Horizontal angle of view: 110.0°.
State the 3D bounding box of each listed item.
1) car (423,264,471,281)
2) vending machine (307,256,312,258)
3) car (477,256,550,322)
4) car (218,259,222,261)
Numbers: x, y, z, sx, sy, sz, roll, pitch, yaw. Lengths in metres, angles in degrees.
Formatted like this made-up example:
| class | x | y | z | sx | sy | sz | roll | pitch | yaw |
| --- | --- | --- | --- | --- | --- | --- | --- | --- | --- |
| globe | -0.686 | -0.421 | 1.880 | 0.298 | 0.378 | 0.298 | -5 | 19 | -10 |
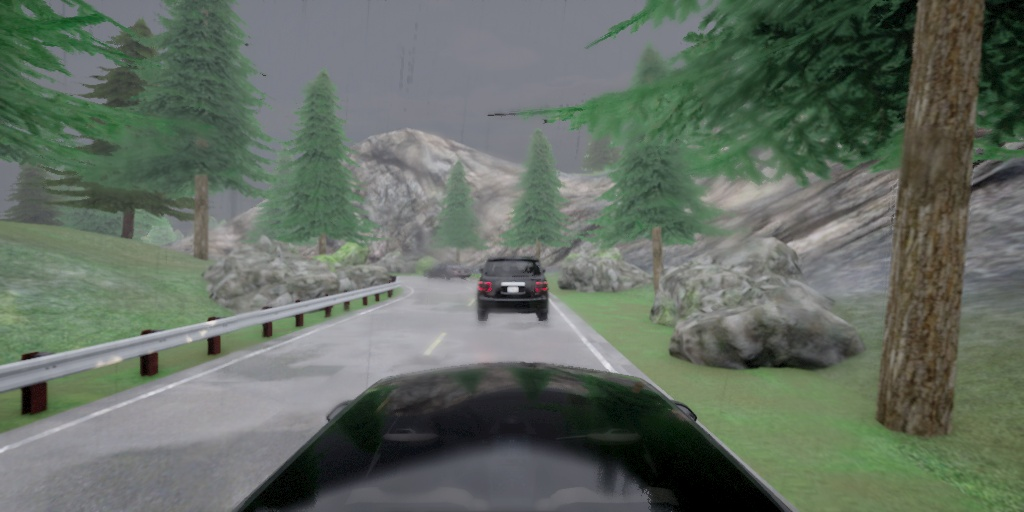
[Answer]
| class | x | y | z | sx | sy | sz | roll | pitch | yaw |
| --- | --- | --- | --- | --- | --- | --- | --- | --- | --- |
| car | -5.688 | 1.365 | 31.093 | 2.033 | 1.411 | 5.357 | 0 | 0 | -42 |
| vending machine | -23.374 | 1.035 | 40.703 | 0.880 | 2.100 | 1.100 | 0 | 0 | -3 |
| car | 0.027 | 1.000 | 12.488 | 2.150 | 2.045 | 5.566 | 0 | 0 | 0 |
| car | -25.928 | 1.175 | 33.471 | 4.553 | 1.767 | 2.097 | 0 | 0 | -3 |
